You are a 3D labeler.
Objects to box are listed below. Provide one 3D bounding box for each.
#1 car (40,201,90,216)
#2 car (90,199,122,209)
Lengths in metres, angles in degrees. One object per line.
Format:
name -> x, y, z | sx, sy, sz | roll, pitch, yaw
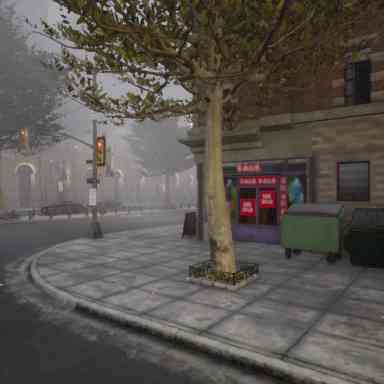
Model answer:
car -> -12.697, 1.564, 32.877 | 1.994, 1.385, 4.181 | 0, 0, 36
car -> -11.936, 1.595, 45.164 | 1.895, 1.301, 4.718 | 0, 0, 36
